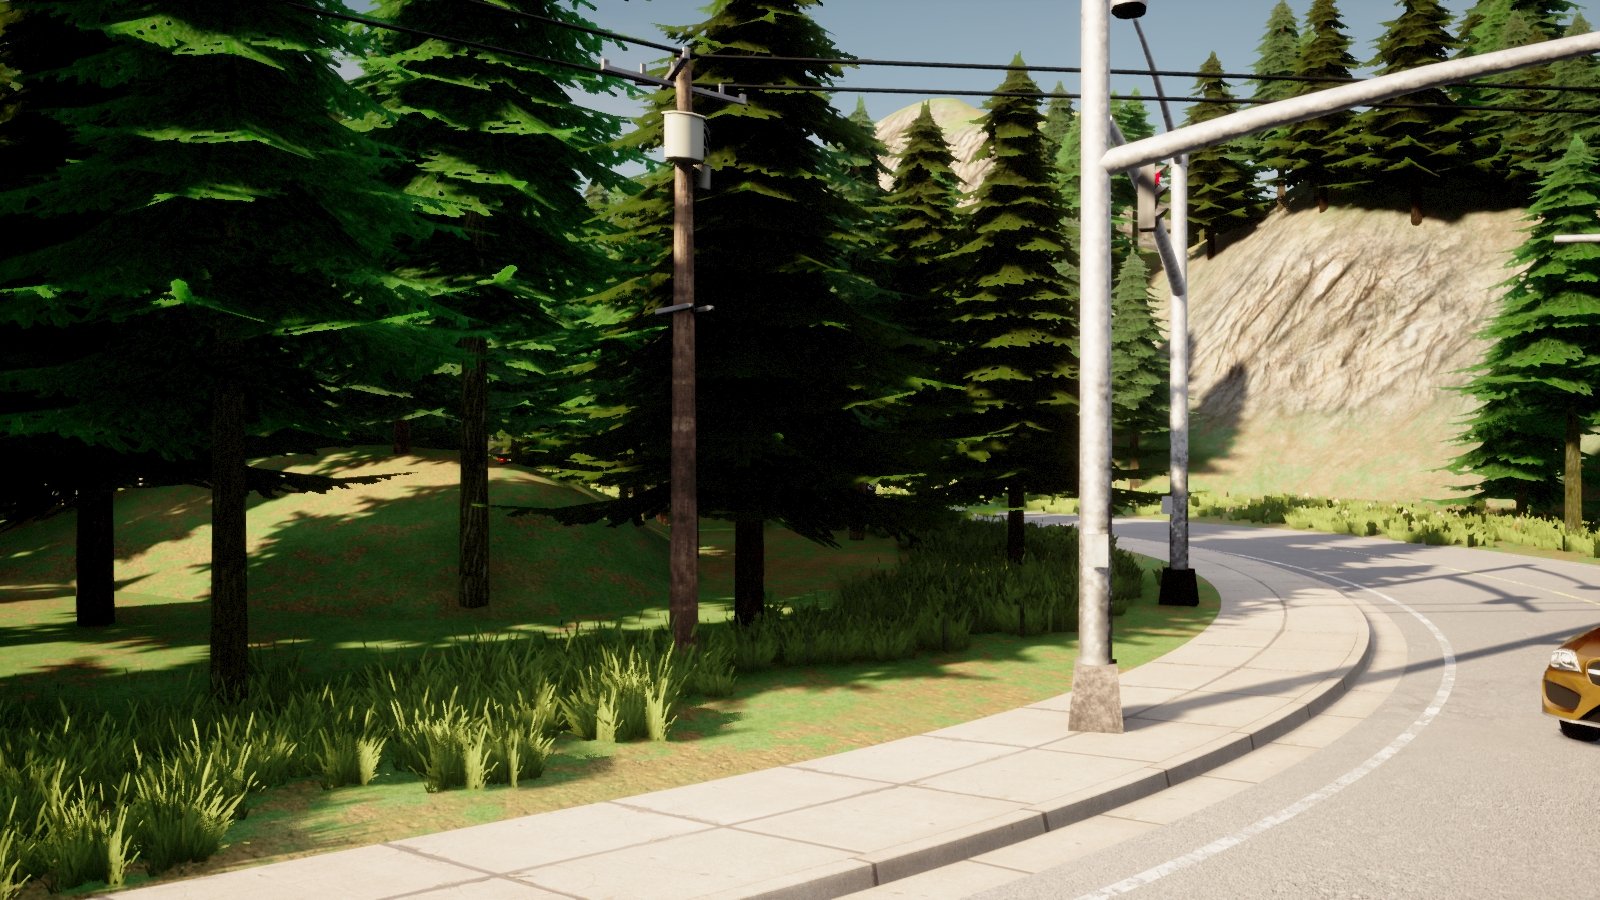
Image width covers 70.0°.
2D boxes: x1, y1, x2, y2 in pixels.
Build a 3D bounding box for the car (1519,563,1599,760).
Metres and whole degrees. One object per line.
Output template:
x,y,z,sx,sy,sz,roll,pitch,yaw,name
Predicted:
9.577,1.970,11.147,5.027,1.651,2.152,0,0,-29,car
